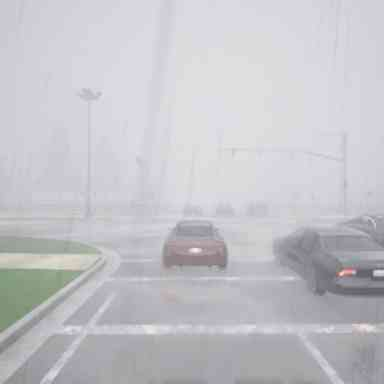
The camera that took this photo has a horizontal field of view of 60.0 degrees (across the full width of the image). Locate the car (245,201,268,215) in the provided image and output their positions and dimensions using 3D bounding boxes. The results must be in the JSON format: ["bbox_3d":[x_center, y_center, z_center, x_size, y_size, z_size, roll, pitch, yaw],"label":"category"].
[{"bbox_3d":[7.102,1.770,37.062,2.128,1.511,4.902,0,0,0],"label":"car"}]

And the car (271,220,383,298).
[{"bbox_3d":[3.596,1.615,8.852,2.033,1.411,5.357,0,0,0],"label":"car"}]

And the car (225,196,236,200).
[{"bbox_3d":[10.505,2.151,88.264,1.837,1.490,4.892,0,0,0],"label":"car"}]

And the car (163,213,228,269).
[{"bbox_3d":[0.098,1.651,11.497,1.994,1.385,4.181,0,0,0],"label":"car"}]

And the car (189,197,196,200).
[{"bbox_3d":[0.005,2.130,88.265,1.882,1.535,5.008,0,0,0],"label":"car"}]

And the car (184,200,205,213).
[{"bbox_3d":[0.102,1.868,35.523,1.895,1.301,4.718,0,0,0],"label":"car"}]

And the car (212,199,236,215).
[{"bbox_3d":[3.602,1.846,37.463,1.994,1.385,4.181,0,0,0],"label":"car"}]

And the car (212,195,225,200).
[{"bbox_3d":[7.005,2.183,88.681,1.812,1.442,4.674,0,0,0],"label":"car"}]

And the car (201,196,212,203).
[{"bbox_3d":[3.505,2.254,88.710,1.895,1.301,4.718,0,0,0],"label":"car"}]

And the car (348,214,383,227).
[{"bbox_3d":[7.099,1.589,12.940,2.128,1.511,4.902,0,0,0],"label":"car"}]
